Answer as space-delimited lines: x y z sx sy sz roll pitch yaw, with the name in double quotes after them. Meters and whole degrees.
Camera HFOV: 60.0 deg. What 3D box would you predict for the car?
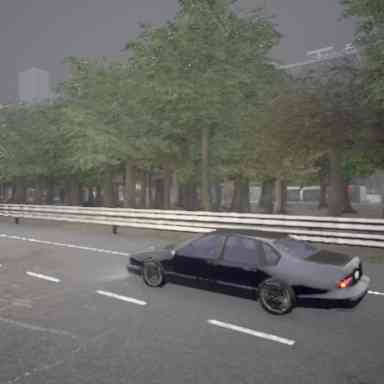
0.940 1.550 7.500 5.357 1.411 2.033 0 0 36 "car"
